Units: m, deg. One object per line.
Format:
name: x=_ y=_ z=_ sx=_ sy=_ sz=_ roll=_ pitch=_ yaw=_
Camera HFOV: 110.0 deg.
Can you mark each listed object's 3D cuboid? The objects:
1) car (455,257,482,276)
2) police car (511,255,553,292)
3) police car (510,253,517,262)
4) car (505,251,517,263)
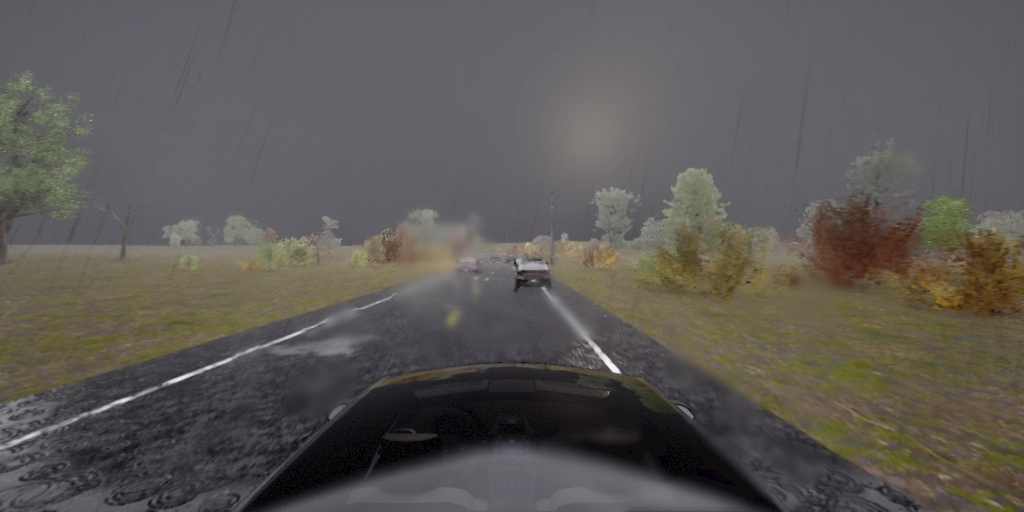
car: x=-3.590 y=0.851 z=30.729 sx=1.812 sy=1.442 sz=4.674 roll=0 pitch=1 yaw=0
police car: x=1.045 y=0.926 z=19.118 sx=1.930 sy=1.638 sz=5.238 roll=0 pitch=1 yaw=0
police car: x=1.042 y=0.776 z=29.119 sx=1.930 sy=1.638 sz=5.238 roll=0 pitch=1 yaw=0
car: x=0.009 y=0.399 z=57.697 sx=1.837 sy=1.490 sz=4.892 roll=0 pitch=1 yaw=0
